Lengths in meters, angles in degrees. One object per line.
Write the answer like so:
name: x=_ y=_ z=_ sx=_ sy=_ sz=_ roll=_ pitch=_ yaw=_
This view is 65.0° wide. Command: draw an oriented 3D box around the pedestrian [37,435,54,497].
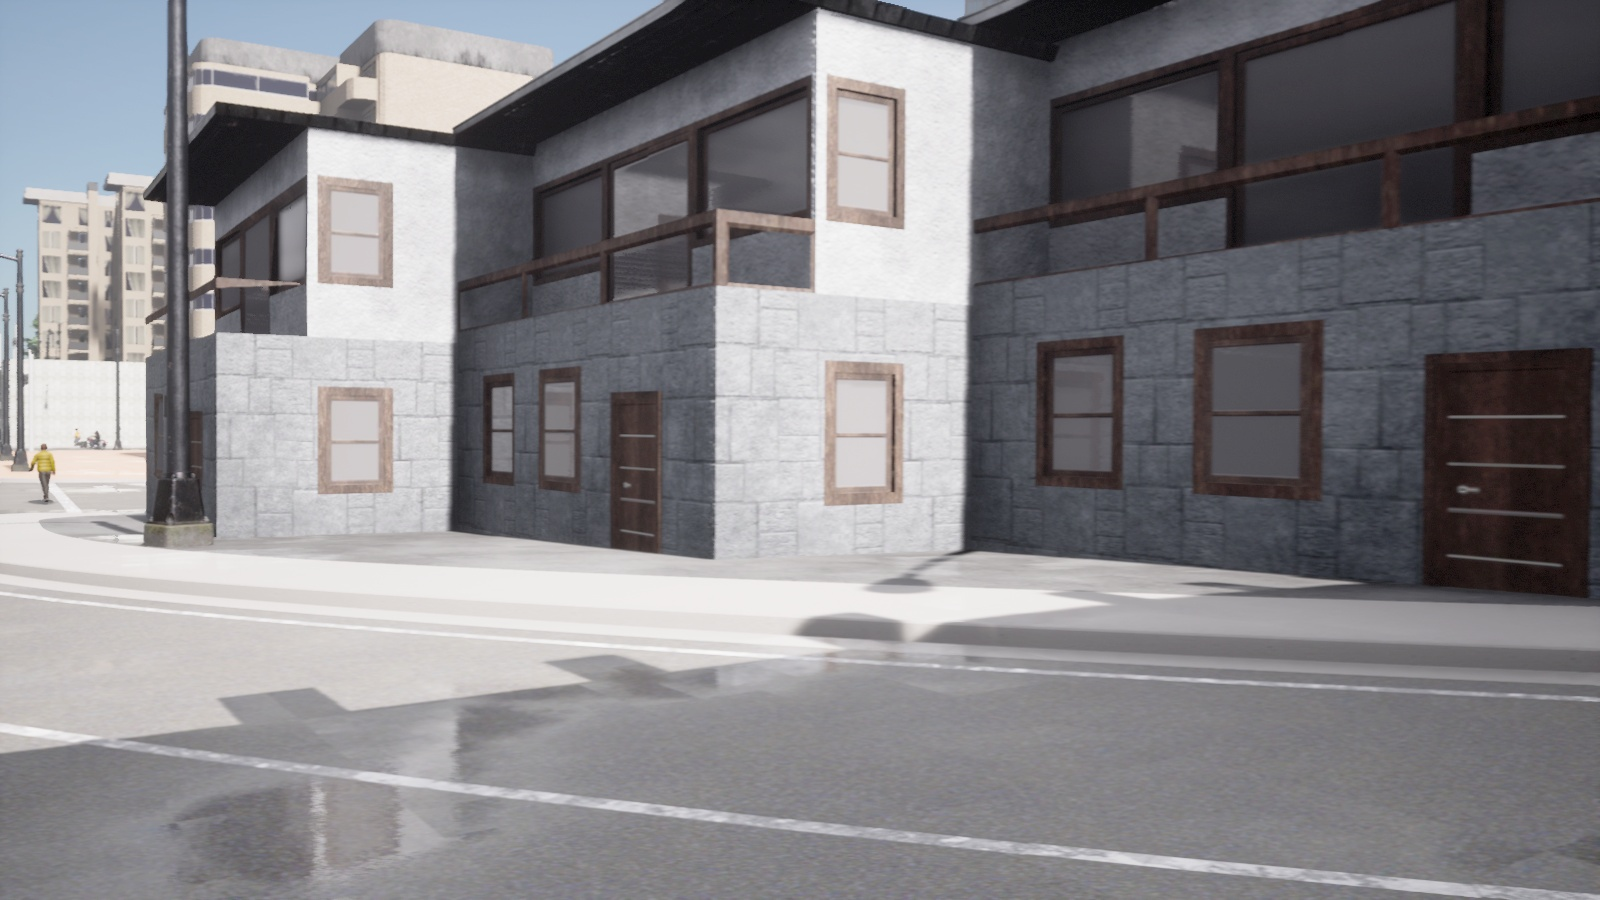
pedestrian: x=-22.985 y=0.478 z=38.256 sx=0.370 sy=1.835 sz=0.726 roll=0 pitch=1 yaw=-37
